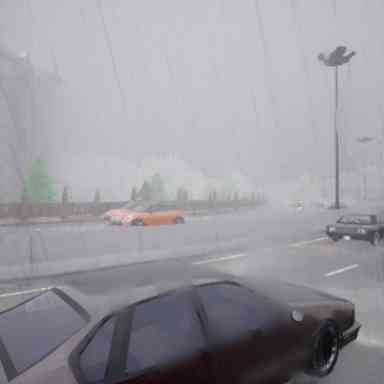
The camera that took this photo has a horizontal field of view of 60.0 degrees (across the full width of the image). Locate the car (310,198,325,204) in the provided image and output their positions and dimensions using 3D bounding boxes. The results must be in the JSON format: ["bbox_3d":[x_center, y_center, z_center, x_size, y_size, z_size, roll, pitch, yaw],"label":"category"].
[{"bbox_3d":[29.749,2.097,79.219,2.033,1.411,5.357,0,-1,6],"label":"car"}]

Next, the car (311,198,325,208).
[{"bbox_3d":[20.557,1.889,54.238,1.812,1.442,4.674,0,0,22],"label":"car"}]

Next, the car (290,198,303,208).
[{"bbox_3d":[18.180,1.760,57.849,2.097,1.767,4.553,0,-1,20],"label":"car"}]

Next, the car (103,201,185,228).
[{"bbox_3d":[-2.659,1.458,20.235,4.553,1.767,2.097,0,-1,-43],"label":"car"}]

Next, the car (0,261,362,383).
[{"bbox_3d":[-0.221,1.565,3.752,5.357,1.411,2.033,0,0,-37],"label":"car"}]

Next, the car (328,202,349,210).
[{"bbox_3d":[17.587,1.841,39.852,1.895,1.301,4.718,0,-1,30],"label":"car"}]

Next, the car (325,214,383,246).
[{"bbox_3d":[8.201,1.676,15.776,4.718,1.301,1.895,0,0,-45],"label":"car"}]

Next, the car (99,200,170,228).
[{"bbox_3d":[-4.013,1.481,23.731,4.553,1.767,2.097,0,-1,-44],"label":"car"}]
